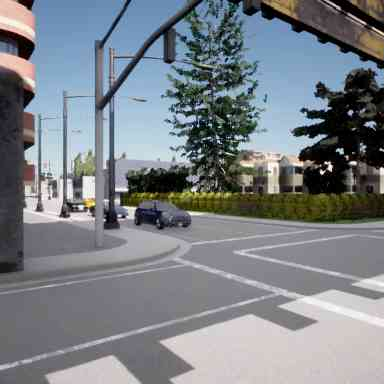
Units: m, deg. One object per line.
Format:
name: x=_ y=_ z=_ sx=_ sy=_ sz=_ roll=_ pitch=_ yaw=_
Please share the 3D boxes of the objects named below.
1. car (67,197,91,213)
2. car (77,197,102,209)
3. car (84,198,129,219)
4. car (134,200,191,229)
car: x=-13.318 y=1.491 z=37.788 sx=2.128 sy=1.511 sz=4.902 roll=0 pitch=0 yaw=-35
car: x=-14.086 y=1.477 z=45.302 sx=1.882 sy=1.535 sz=5.008 roll=0 pitch=0 yaw=-34
car: x=-7.462 y=1.547 z=29.435 sx=2.033 sy=1.411 sz=5.357 roll=0 pitch=0 yaw=-35
car: x=-1.988 y=1.352 z=21.656 sx=2.097 sy=1.767 sz=4.553 roll=0 pitch=0 yaw=-35
